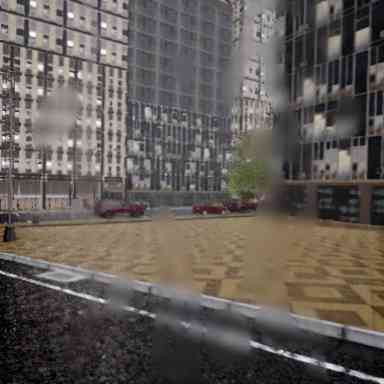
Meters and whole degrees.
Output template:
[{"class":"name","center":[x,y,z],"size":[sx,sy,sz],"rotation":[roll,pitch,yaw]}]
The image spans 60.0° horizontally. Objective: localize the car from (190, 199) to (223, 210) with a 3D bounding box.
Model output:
[{"class":"car","center":[2.142,1.839,49.063],"size":[4.829,1.417,1.752],"rotation":[1,1,-34]}]

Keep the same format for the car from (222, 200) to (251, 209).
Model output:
[{"class":"car","center":[6.960,1.922,52.361],"size":[4.313,1.339,1.947],"rotation":[1,1,-34]}]

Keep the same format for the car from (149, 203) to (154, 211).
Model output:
[{"class":"car","center":[-7.076,1.782,42.758],"size":[4.403,1.369,2.008],"rotation":[1,1,-34]}]

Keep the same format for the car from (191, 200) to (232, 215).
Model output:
[{"class":"car","center":[2.050,2.009,39.455],"size":[4.507,1.381,1.887],"rotation":[1,1,-34]}]

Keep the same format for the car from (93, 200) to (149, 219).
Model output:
[{"class":"car","center":[-7.302,1.696,33.050],"size":[5.009,1.841,2.192],"rotation":[1,1,-34]}]

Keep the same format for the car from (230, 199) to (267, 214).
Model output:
[{"class":"car","center":[6.734,1.821,42.652],"size":[5.009,1.841,2.192],"rotation":[1,1,-34]}]

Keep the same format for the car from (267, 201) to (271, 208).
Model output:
[{"class":"car","center":[11.639,1.980,55.562],"size":[4.206,1.307,1.802],"rotation":[1,1,-34]}]
